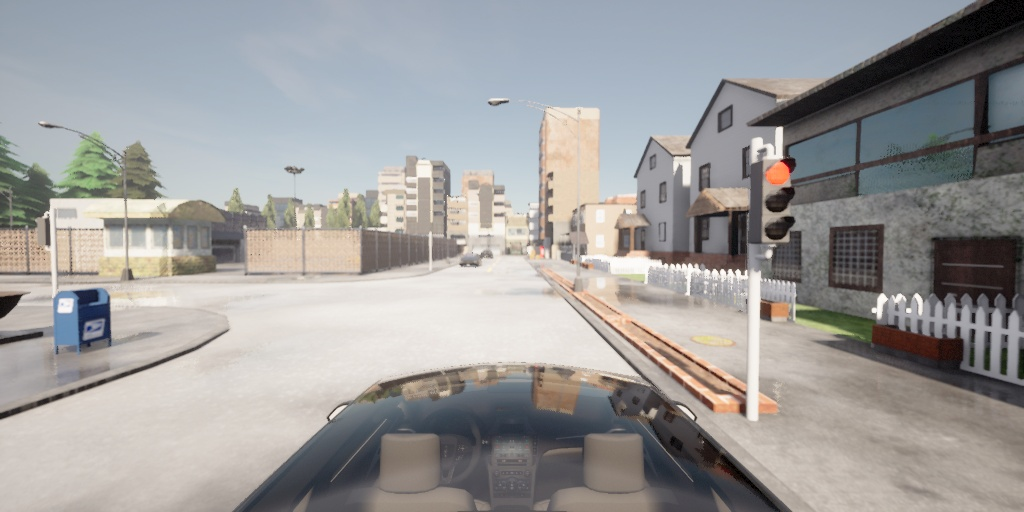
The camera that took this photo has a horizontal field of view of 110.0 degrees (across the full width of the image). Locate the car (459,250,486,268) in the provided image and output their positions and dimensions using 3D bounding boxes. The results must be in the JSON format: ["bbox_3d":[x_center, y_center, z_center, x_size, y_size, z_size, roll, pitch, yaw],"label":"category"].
[{"bbox_3d":[-4.086,0.380,36.145,2.033,1.411,5.357,0,2,0],"label":"car"}]

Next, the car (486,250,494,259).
[{"bbox_3d":[-4.018,-0.251,58.333,1.837,1.490,4.892,0,1,0],"label":"car"}]
